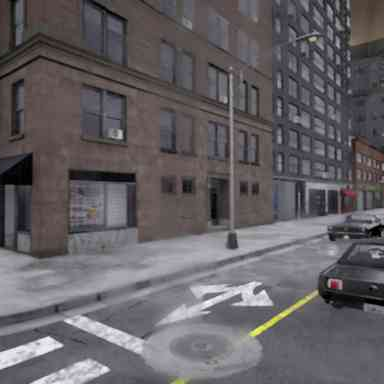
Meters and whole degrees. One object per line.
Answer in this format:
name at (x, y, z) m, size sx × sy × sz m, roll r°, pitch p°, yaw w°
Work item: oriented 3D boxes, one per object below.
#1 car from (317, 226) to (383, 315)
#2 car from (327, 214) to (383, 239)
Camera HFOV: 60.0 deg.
car at (4.425, 1.677, 7.237) m, size 1.895 × 1.301 × 4.718 m, roll -1°, pitch -1°, yaw 39°
car at (8.564, 1.821, 17.185) m, size 1.895 × 1.301 × 4.718 m, roll -1°, pitch -1°, yaw 39°
